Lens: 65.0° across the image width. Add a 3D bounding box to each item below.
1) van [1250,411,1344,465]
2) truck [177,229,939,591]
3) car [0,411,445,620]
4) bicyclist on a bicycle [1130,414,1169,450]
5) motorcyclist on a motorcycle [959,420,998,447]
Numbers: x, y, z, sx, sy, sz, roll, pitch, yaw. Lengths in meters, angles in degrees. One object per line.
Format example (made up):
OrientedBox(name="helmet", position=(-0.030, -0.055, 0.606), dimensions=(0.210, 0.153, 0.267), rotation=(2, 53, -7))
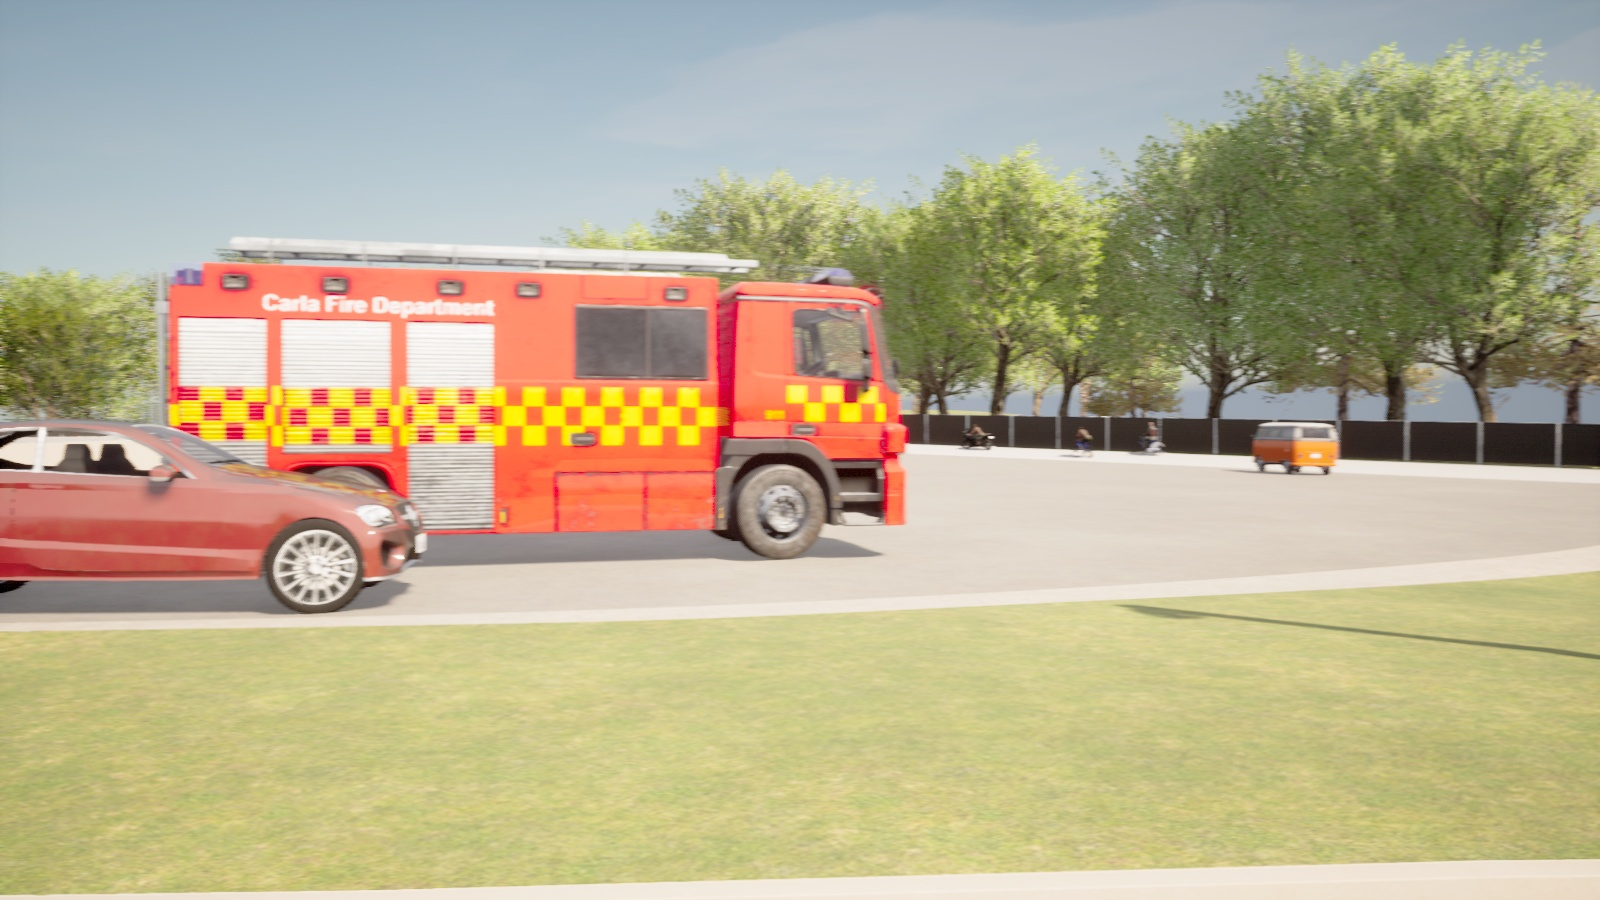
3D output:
OrientedBox(name="van", position=(19.326, -0.487, 49.082), dimensions=(1.775, 1.987, 4.442), rotation=(0, 1, -2))
OrientedBox(name="truck", position=(-2.789, -0.547, 15.727), dimensions=(8.468, 3.827, 2.891), rotation=(-1, 1, -14))
OrientedBox(name="car", position=(-5.926, 0.528, 11.289), dimensions=(5.027, 1.651, 2.152), rotation=(-1, 0, -10))
OrientedBox(name="bicyclist on a bicycle", position=(18.262, -0.952, 65.636), dimensions=(0.659, 1.776, 1.843), rotation=(-5, 5, -41))
OrientedBox(name="motorcyclist on a motorcycle", position=(10.237, -0.955, 71.998), dimensions=(2.044, 1.523, 0.797), rotation=(1, 5, 38))
